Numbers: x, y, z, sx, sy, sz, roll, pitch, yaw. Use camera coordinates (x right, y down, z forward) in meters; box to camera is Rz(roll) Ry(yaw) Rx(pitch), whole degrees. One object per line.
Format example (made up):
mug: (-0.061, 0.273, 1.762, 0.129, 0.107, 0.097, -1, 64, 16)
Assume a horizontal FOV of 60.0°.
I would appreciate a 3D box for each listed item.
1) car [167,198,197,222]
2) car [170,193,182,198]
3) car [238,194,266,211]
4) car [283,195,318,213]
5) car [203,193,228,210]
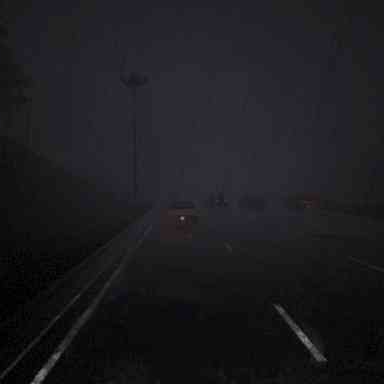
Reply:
car: (-0.680, 1.314, 22.896, 1.895, 1.301, 4.718, -1, 1, -2)
car: (-2.711, 0.859, 57.437, 1.994, 1.385, 4.181, -1, 1, -4)
car: (5.901, 0.977, 33.174, 1.882, 1.535, 5.008, -1, 1, -3)
car: (9.572, 1.004, 29.694, 1.837, 1.490, 4.892, -1, 1, -2)
car: (2.338, 0.881, 34.272, 2.097, 1.767, 4.553, -1, 1, -3)
